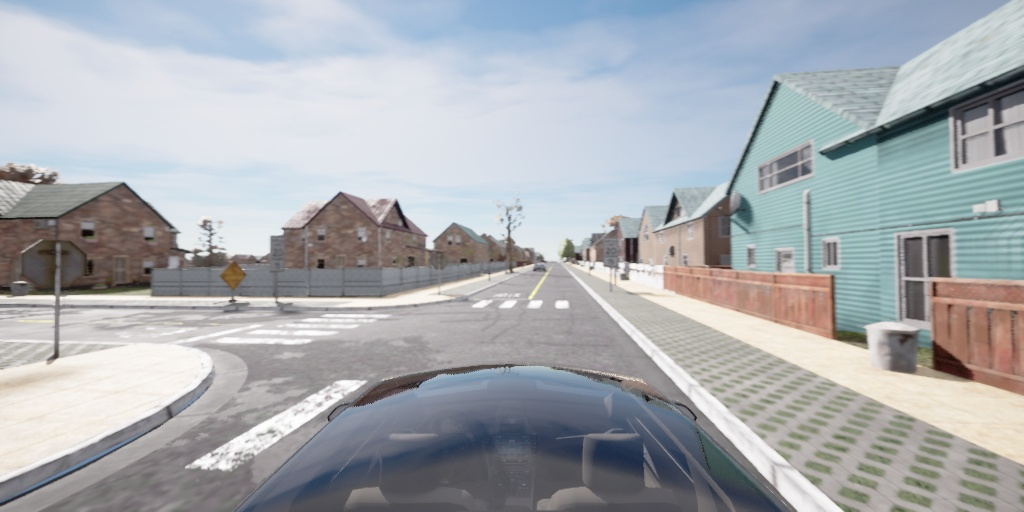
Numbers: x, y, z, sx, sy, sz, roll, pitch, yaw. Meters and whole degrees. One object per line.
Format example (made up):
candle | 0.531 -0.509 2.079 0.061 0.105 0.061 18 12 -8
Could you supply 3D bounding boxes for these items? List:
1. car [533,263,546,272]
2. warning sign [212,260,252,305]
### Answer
car | 4.452 1.819 57.492 1.994 1.385 4.181 0 -1 7
warning sign | -12.128 1.119 15.558 1.060 1.860 1.300 0 0 7
